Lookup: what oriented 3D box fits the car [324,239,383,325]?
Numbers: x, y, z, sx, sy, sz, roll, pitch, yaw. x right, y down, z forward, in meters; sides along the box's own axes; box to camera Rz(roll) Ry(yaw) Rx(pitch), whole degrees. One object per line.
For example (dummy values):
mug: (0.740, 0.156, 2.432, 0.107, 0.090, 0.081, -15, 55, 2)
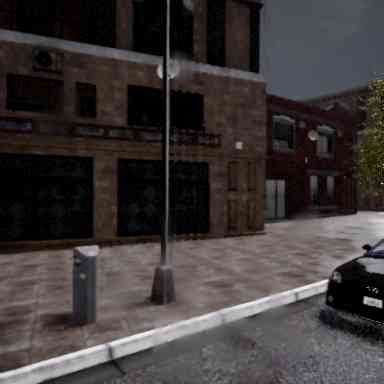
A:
car: (4.405, 1.508, 6.330, 4.181, 1.385, 1.994, -1, 0, -36)
